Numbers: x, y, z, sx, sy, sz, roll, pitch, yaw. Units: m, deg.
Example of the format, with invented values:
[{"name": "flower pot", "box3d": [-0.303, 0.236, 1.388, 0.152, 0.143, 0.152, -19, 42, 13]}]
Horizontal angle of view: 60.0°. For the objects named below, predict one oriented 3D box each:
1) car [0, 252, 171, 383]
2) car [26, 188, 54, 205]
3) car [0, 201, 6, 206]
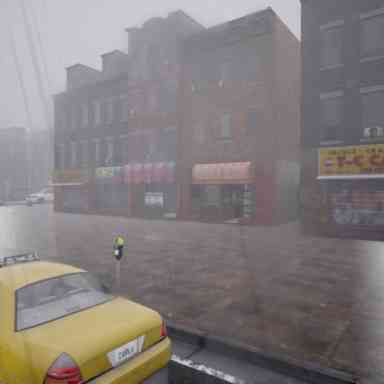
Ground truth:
[{"name": "car", "box3d": [-2.518, 1.525, 4.608, 4.829, 1.417, 1.752, 0, 0, 36]}, {"name": "car", "box3d": [-19.164, 0.548, 44.525, 2.150, 2.045, 5.566, 0, 2, 35]}, {"name": "car", "box3d": [-22.534, 1.144, 34.706, 2.033, 1.411, 5.357, 0, 2, 35]}]
